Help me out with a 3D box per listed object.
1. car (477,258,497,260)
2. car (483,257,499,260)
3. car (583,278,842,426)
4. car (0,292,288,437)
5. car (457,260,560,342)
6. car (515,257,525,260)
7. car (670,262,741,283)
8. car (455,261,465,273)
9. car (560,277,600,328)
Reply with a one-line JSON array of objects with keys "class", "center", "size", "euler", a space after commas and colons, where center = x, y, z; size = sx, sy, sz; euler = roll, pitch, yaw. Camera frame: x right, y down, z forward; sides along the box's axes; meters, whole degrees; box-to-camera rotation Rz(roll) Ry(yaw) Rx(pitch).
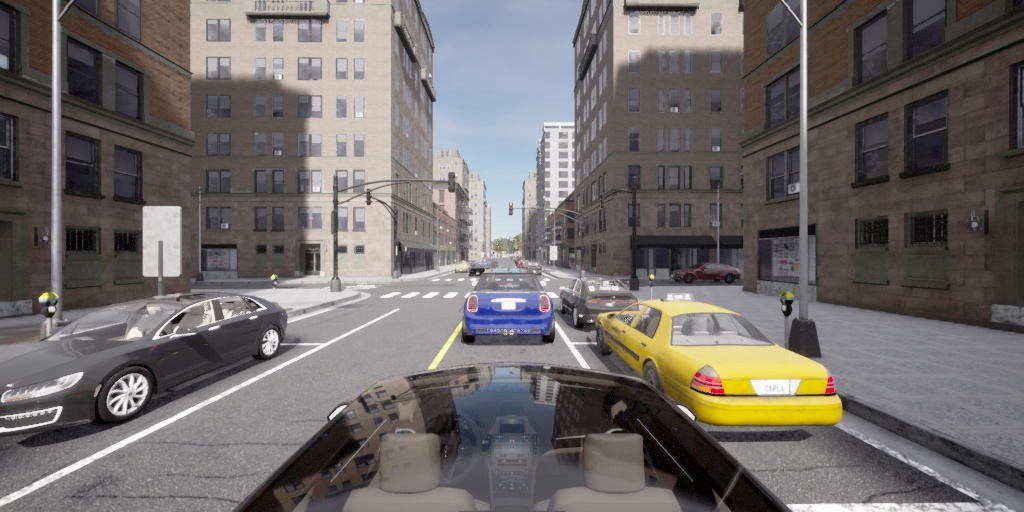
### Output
[{"class": "car", "center": [-3.381, 1.294, 46.264], "size": [2.033, 1.411, 5.357], "euler": [0, 0, 0]}, {"class": "car", "center": [-3.497, 1.308, 56.270], "size": [1.994, 1.385, 4.181], "euler": [0, 0, -1]}, {"class": "car", "center": [2.602, 1.275, 5.894], "size": [1.751, 1.417, 4.829], "euler": [0, 0, -1]}, {"class": "car", "center": [-5.429, 1.300, 5.625], "size": [2.007, 1.370, 4.403], "euler": [0, 0, -1]}, {"class": "car", "center": [-0.085, 1.102, 9.885], "size": [2.097, 1.767, 4.553], "euler": [0, 0, 0]}, {"class": "car", "center": [1.925, 1.182, 60.729], "size": [1.967, 1.591, 4.097], "euler": [0, 0, -1]}, {"class": "car", "center": [13.930, 1.186, 25.907], "size": [4.674, 1.442, 1.812], "euler": [0, 0, 1]}, {"class": "car", "center": [-5.889, 1.272, 43.415], "size": [1.751, 1.417, 4.829], "euler": [0, 0, -1]}, {"class": "car", "center": [2.533, 1.300, 11.130], "size": [2.007, 1.370, 4.403], "euler": [0, 0, -1]}]
